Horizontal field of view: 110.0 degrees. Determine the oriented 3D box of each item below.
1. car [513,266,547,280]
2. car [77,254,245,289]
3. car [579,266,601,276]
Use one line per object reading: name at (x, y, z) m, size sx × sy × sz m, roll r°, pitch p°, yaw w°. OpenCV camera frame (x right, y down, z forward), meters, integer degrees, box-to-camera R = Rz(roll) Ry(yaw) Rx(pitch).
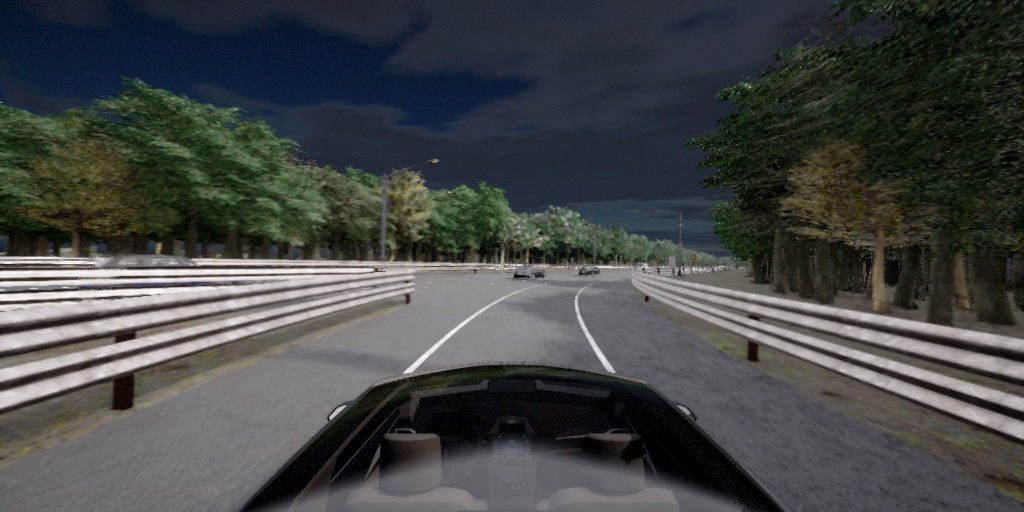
car at (1.911, 1.667, 36.430) m, size 1.994 × 1.385 × 4.181 m, roll 1°, pitch -1°, yaw 34°
car at (-13.122, 0.760, 13.815) m, size 2.097 × 1.767 × 4.553 m, roll 1°, pitch -1°, yaw 34°
car at (10.767, 2.057, 49.748) m, size 1.812 × 1.442 × 4.674 m, roll 1°, pitch -1°, yaw 34°
